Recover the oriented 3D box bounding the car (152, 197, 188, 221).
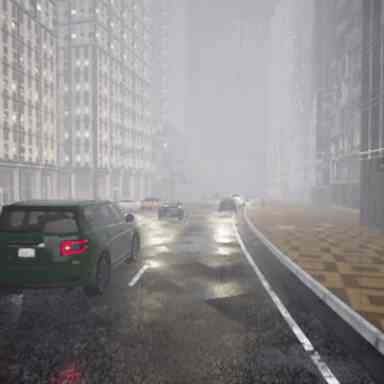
[{"bbox_3d":[-1.453,1.436,26.704,2.128,1.511,4.902,0,0,6],"label":"car"}]

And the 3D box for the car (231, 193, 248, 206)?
[{"bbox_3d":[6.932,1.161,51.106,2.150,2.045,5.566,0,0,13],"label":"car"}]

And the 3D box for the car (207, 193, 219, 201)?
[{"bbox_3d":[5.530,1.112,73.965,2.097,1.767,4.553,0,0,17],"label":"car"}]

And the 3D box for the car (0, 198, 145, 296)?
[{"bbox_3d":[-2.906,1.198,8.739,2.150,2.045,5.566,0,0,2],"label":"car"}]

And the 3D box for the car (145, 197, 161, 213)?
[{"bbox_3d":[-4.010,1.270,33.490,2.097,1.767,4.553,0,0,9],"label":"car"}]

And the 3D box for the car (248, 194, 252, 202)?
[{"bbox_3d":[10.828,1.466,69.166,1.895,1.301,4.718,0,0,16],"label":"car"}]

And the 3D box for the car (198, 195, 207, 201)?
[{"bbox_3d":[2.906,1.283,76.550,2.033,1.411,5.357,0,0,16],"label":"car"}]

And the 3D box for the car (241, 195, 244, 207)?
[{"bbox_3d":[5.673,1.468,45.360,1.812,1.442,4.674,0,0,12],"label":"car"}]

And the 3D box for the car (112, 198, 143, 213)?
[{"bbox_3d":[-6.914,1.424,36.123,1.812,1.442,4.674,0,0,9],"label":"car"}]

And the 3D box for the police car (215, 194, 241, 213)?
[{"bbox_3d":[3.931,1.376,35.875,1.930,1.638,5.238,0,0,9],"label":"police car"}]

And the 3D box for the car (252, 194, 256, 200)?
[{"bbox_3d":[15.718,1.231,87.838,1.882,1.535,5.008,0,0,12],"label":"car"}]
